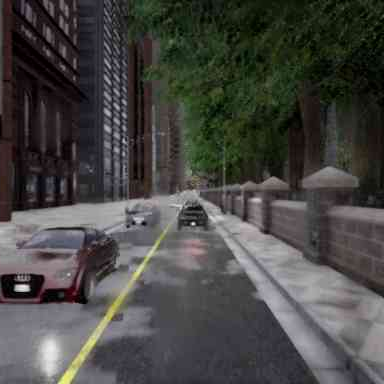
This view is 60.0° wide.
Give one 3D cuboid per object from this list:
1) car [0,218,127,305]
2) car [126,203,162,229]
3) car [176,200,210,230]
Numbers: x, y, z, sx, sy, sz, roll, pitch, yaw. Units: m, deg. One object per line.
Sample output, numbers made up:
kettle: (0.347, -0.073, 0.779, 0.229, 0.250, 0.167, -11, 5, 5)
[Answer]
car: (-3.070, 1.555, 8.025, 1.994, 1.385, 4.181, 0, 0, 0)
car: (-3.080, 1.479, 21.749, 2.128, 1.511, 4.902, 0, 0, 0)
car: (0.072, 1.495, 20.940, 1.837, 1.490, 4.892, 0, 1, 0)
